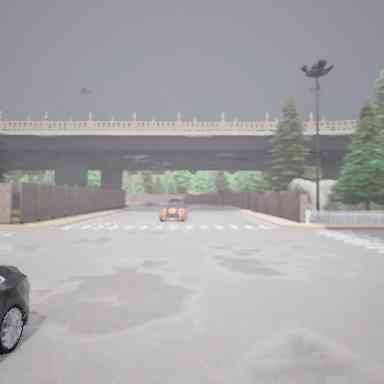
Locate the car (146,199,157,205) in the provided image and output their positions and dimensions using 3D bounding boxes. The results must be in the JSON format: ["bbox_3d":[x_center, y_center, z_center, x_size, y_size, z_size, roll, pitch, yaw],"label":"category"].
[{"bbox_3d":[-9.260,2.396,78.618,1.812,1.442,4.674,0,-1,-35],"label":"car"}]

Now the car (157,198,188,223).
[{"bbox_3d":[-1.490,1.635,29.165,2.097,1.767,4.553,0,-1,3],"label":"car"}]

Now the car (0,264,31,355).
[{"bbox_3d":[-3.480,1.599,3.381,1.837,1.490,4.892,0,0,0],"label":"car"}]
